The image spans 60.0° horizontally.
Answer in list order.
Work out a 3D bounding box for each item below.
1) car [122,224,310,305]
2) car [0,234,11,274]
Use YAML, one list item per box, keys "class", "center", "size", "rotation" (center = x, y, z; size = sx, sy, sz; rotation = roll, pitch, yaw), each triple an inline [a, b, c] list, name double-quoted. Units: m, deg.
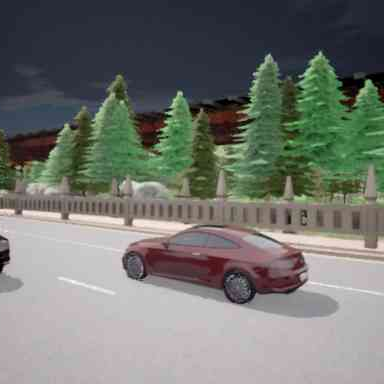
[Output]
- class: "car"
  center: [0.375, 1.501, 8.027]
  size: [4.674, 1.442, 1.812]
  rotation: [1, 1, 36]
- class: "car"
  center: [-6.694, 1.373, 8.793]
  size: [4.902, 1.511, 2.128]
  rotation: [1, 1, 36]
